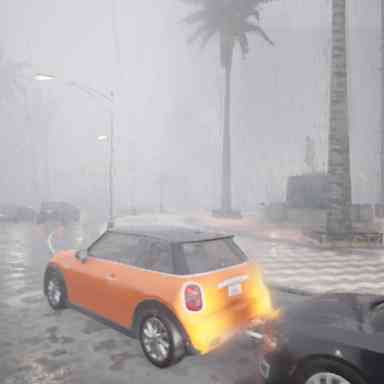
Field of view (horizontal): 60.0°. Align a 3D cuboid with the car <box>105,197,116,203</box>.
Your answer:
[{"bbox_3d":[-21.511,2.031,88.255,2.161,1.482,4.786,0,0,2],"label":"car"}]

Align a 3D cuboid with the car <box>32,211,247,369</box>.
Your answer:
[{"bbox_3d":[-0.933,1.394,6.153,4.553,1.767,2.097,0,-1,44],"label":"car"}]

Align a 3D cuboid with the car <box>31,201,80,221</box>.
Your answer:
[{"bbox_3d":[-10.454,1.484,26.309,2.097,1.767,4.553,0,0,-2],"label":"car"}]

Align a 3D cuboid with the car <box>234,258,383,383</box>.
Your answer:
[{"bbox_3d":[3.004,1.549,2.901,4.892,1.490,1.837,0,-1,36],"label":"car"}]

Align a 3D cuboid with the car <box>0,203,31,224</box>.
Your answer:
[{"bbox_3d":[-13.830,1.674,26.040,1.994,1.385,4.181,0,0,-3],"label":"car"}]
